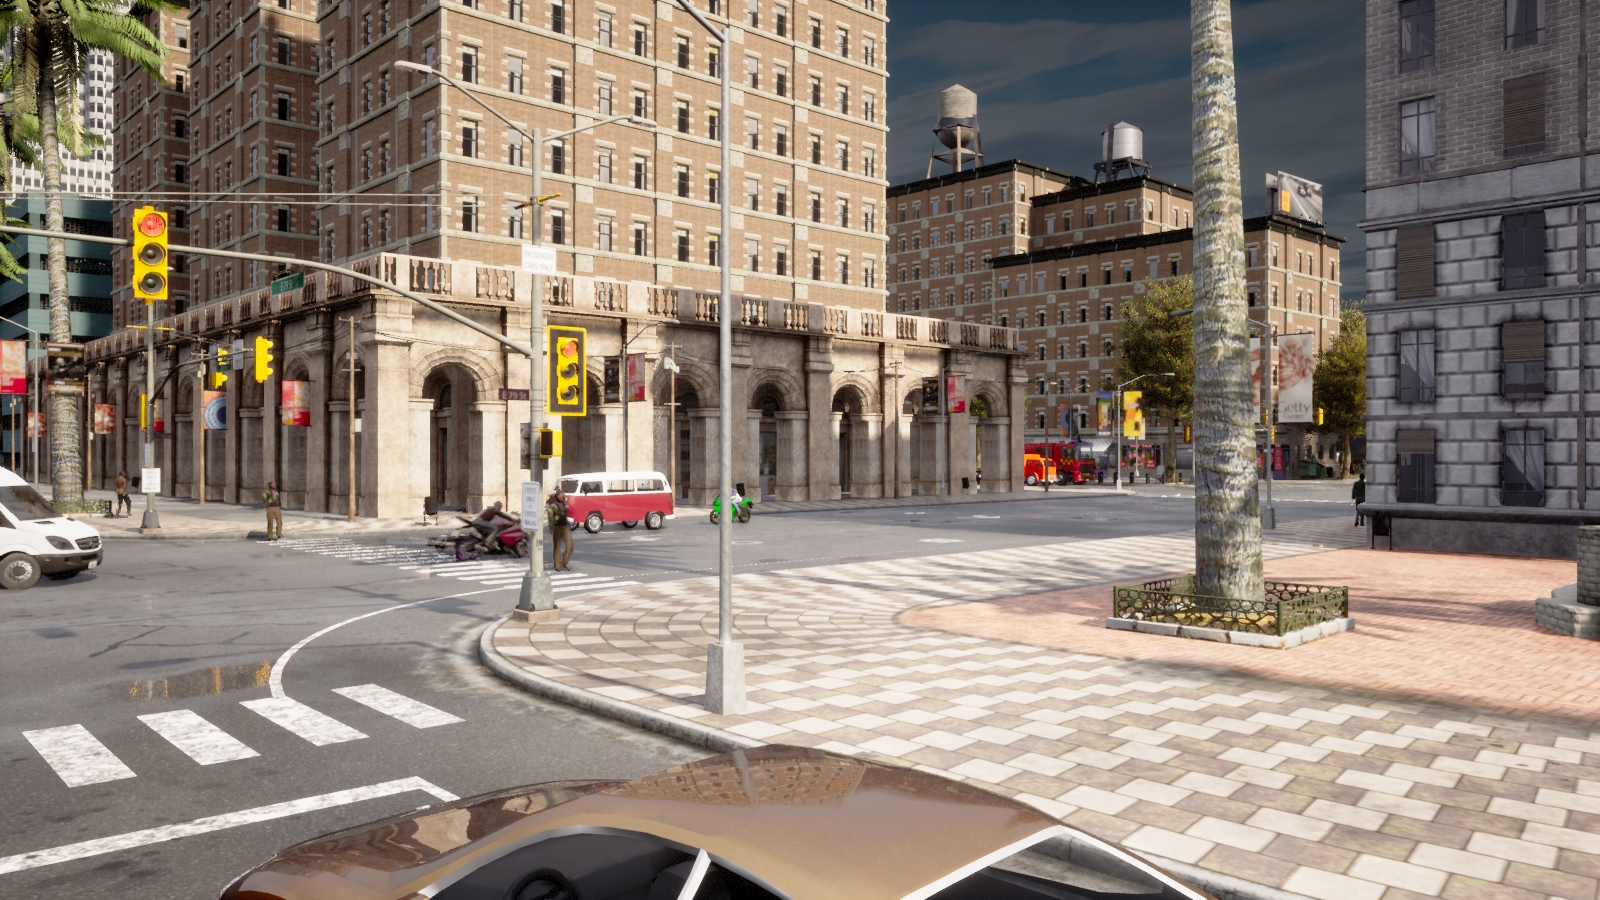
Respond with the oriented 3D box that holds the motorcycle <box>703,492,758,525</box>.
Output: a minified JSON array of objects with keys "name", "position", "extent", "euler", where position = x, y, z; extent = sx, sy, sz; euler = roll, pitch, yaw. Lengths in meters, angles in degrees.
[{"name":"motorcycle","position":[-2.608,2.213,43.140],"extent":[2.033,1.145,0.803],"euler":[0,0,-43]}]

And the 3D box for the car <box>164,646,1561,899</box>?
[{"name":"car","position":[-0.308,1.992,4.309],"extent":[5.027,1.651,2.152],"euler":[0,0,42]}]

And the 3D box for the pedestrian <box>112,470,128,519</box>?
[{"name":"pedestrian","position":[-26.045,1.696,43.737],"extent":[0.375,1.860,0.375],"euler":[0,0,7]}]

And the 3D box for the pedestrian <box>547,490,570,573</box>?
[{"name":"pedestrian","position":[-5.519,1.849,26.076],"extent":[0.375,1.860,0.375],"euler":[0,0,-43]}]

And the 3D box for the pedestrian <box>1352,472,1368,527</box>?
[{"name":"pedestrian","position":[19.157,1.697,39.099],"extent":[0.375,1.860,0.375],"euler":[0,0,-41]}]

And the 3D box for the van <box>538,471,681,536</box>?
[{"name":"van","position":[-6.553,1.783,39.554],"extent":[4.480,2.038,2.069],"euler":[0,0,-42]}]

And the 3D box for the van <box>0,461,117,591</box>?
[{"name":"van","position":[-17.763,1.535,23.645],"extent":[5.915,2.561,1.988],"euler":[0,0,-8]}]

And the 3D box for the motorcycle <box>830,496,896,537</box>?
[{"name":"motorcycle","position":[2.113,2.205,38.280],"extent":[2.209,1.251,0.867],"euler":[0,-1,-39]}]

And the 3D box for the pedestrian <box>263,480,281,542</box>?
[{"name":"pedestrian","position":[-16.090,1.849,34.804],"extent":[0.375,1.860,0.375],"euler":[0,0,41]}]
